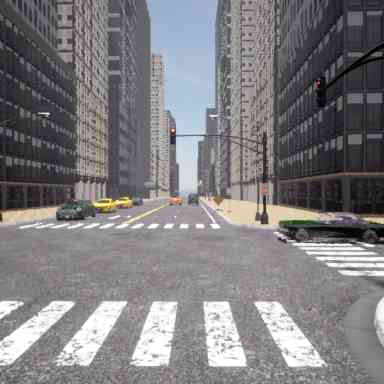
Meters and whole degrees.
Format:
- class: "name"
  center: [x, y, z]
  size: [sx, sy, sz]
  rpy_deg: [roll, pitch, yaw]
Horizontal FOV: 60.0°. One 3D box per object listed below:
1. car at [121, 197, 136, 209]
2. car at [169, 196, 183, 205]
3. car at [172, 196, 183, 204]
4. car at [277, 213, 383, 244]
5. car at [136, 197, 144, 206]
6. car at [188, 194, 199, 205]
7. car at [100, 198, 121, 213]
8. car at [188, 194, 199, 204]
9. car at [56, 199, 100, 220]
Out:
- class: "car"
  center: [-9.706, 1.538, 47.144]
  size: [1.882, 1.535, 5.008]
  rpy_deg: [0, 0, 0]
- class: "car"
  center: [-2.971, 1.452, 59.982]
  size: [2.097, 1.767, 4.553]
  rpy_deg: [0, 0, 0]
- class: "car"
  center: [-2.970, 1.633, 70.170]
  size: [2.128, 1.511, 4.902]
  rpy_deg: [0, 0, 0]
- class: "car"
  center: [6.388, 1.611, 15.341]
  size: [4.718, 1.301, 1.895]
  rpy_deg: [0, 0, 2]
- class: "car"
  center: [-9.634, 1.640, 57.792]
  size: [2.033, 1.411, 5.357]
  rpy_deg: [0, 0, 1]
- class: "car"
  center: [0.279, 1.605, 60.193]
  size: [1.837, 1.490, 4.892]
  rpy_deg: [0, 0, 0]
- class: "car"
  center: [-9.741, 1.516, 37.462]
  size: [1.882, 1.535, 5.008]
  rpy_deg: [0, 0, 0]
- class: "car"
  center: [0.282, 1.361, 70.401]
  size: [2.150, 2.045, 5.566]
  rpy_deg: [0, 0, 0]
- class: "car"
  center: [-9.766, 1.374, 28.275]
  size: [2.097, 1.767, 4.553]
  rpy_deg: [0, 0, 0]
